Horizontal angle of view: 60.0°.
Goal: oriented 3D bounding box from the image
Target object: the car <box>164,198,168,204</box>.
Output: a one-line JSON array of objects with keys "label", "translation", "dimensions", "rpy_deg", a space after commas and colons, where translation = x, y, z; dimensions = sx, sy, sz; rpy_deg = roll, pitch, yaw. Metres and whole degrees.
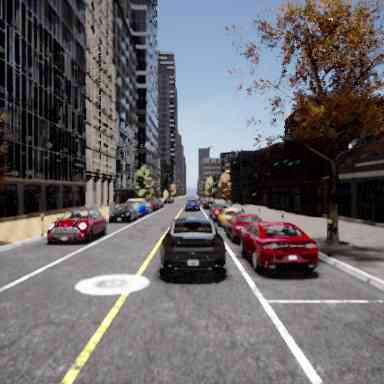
[{"label": "car", "translation": [-5.704, 1.997, 56.275], "dimensions": [1.947, 1.339, 4.313], "rpy_deg": [-1, 0, 0]}]

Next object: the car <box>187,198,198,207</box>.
[{"label": "car", "translation": [0.094, 1.986, 64.690], "dimensions": [2.128, 1.511, 4.902], "rpy_deg": [0, -1, 0]}]

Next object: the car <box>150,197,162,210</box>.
[{"label": "car", "translation": [-5.716, 1.659, 44.989], "dimensions": [2.192, 1.841, 5.009], "rpy_deg": [-1, 0, 0]}]

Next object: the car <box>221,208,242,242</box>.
[{"label": "car", "translation": [2.679, 1.709, 16.713], "dimensions": [1.802, 1.307, 4.206], "rpy_deg": [-1, 0, 0]}]

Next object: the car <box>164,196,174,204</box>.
[{"label": "car", "translation": [-5.709, 1.966, 84.496], "dimensions": [2.192, 1.841, 5.009], "rpy_deg": [-1, 0, 0]}]

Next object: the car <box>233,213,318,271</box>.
[{"label": "car", "translation": [2.679, 1.629, 11.070], "dimensions": [1.887, 1.381, 4.507], "rpy_deg": [-1, 0, 0]}]

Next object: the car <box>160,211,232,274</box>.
[{"label": "car", "translation": [0.021, 1.586, 10.857], "dimensions": [1.837, 1.490, 4.892], "rpy_deg": [0, -1, 0]}]

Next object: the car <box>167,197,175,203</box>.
[{"label": "car", "translation": [-5.708, 2.136, 90.139], "dimensions": [1.967, 1.590, 4.097], "rpy_deg": [-1, 0, 0]}]

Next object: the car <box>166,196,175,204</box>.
[{"label": "car", "translation": [-5.706, 2.173, 78.851], "dimensions": [1.947, 1.339, 4.313], "rpy_deg": [-1, 0, 0]}]

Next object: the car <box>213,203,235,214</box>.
[{"label": "car", "translation": [2.678, 1.697, 22.527], "dimensions": [1.752, 1.417, 4.829], "rpy_deg": [-1, 0, 0]}]

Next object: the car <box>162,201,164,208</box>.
[{"label": "car", "translation": [-5.707, 1.970, 50.631], "dimensions": [1.802, 1.307, 4.206], "rpy_deg": [-1, 0, 0]}]

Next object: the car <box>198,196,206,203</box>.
[{"label": "car", "translation": [2.670, 2.011, 90.085], "dimensions": [2.192, 1.841, 5.009], "rpy_deg": [-1, 0, 0]}]

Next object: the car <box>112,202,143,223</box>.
[{"label": "car", "translation": [-5.669, 1.779, 28.056], "dimensions": [1.947, 1.339, 4.313], "rpy_deg": [-1, 0, 0]}]

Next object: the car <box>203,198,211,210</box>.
[{"label": "car", "translation": [2.676, 1.953, 50.576], "dimensions": [1.947, 1.339, 4.313], "rpy_deg": [-1, 0, 0]}]

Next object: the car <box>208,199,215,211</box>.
[{"label": "car", "translation": [2.676, 1.653, 28.001], "dimensions": [1.967, 1.590, 4.097], "rpy_deg": [-1, 0, 0]}]

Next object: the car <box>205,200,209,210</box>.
[{"label": "car", "translation": [2.677, 1.822, 33.645], "dimensions": [1.947, 1.339, 4.313], "rpy_deg": [-1, 0, 0]}]

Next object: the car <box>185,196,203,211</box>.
[{"label": "car", "translation": [0.097, 1.716, 47.454], "dimensions": [2.097, 1.767, 4.553], "rpy_deg": [0, 0, 0]}]

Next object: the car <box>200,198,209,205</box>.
[{"label": "car", "translation": [2.675, 2.107, 73.152], "dimensions": [1.887, 1.381, 4.507], "rpy_deg": [-1, 0, 0]}]

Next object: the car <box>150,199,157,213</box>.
[{"label": "car", "translation": [-5.687, 1.851, 39.344], "dimensions": [2.008, 1.369, 4.403], "rpy_deg": [-1, 0, 0]}]

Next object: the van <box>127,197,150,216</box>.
[{"label": "van", "translation": [-5.676, 1.598, 33.701], "dimensions": [1.690, 1.788, 3.998], "rpy_deg": [-1, 0, 0]}]

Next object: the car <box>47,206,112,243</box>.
[{"label": "car", "translation": [-5.670, 1.568, 16.769], "dimensions": [1.967, 1.590, 4.097], "rpy_deg": [-1, 0, 0]}]

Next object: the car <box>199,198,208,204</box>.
[{"label": "car", "translation": [2.674, 2.157, 78.795], "dimensions": [2.008, 1.369, 4.403], "rpy_deg": [-1, 0, 0]}]

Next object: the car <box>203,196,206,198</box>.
[{"label": "car", "translation": [2.674, 1.871, 56.221], "dimensions": [1.967, 1.590, 4.097], "rpy_deg": [-1, 0, 0]}]
